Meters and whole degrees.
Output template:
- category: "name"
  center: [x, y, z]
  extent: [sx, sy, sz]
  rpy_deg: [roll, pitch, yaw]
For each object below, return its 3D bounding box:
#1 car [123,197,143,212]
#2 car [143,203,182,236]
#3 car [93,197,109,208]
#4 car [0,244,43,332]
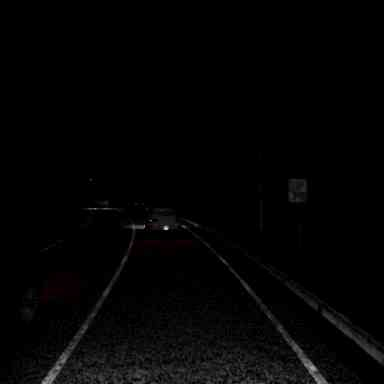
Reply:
- category: "car"
  center: [-7.091, 1.376, 40.118]
  extent: [2.097, 1.767, 4.553]
  rpy_deg: [2, 0, -18]
- category: "car"
  center: [-1.658, 1.564, 18.726]
  extent: [1.812, 1.442, 4.674]
  rpy_deg: [1, 0, -9]
- category: "car"
  center: [-12.472, 1.419, 45.514]
  extent: [1.812, 1.442, 4.674]
  rpy_deg: [2, 0, -19]
- category: "car"
  center: [-3.585, 1.492, 4.222]
  extent: [2.128, 1.511, 4.902]
  rpy_deg: [0, 0, -3]
